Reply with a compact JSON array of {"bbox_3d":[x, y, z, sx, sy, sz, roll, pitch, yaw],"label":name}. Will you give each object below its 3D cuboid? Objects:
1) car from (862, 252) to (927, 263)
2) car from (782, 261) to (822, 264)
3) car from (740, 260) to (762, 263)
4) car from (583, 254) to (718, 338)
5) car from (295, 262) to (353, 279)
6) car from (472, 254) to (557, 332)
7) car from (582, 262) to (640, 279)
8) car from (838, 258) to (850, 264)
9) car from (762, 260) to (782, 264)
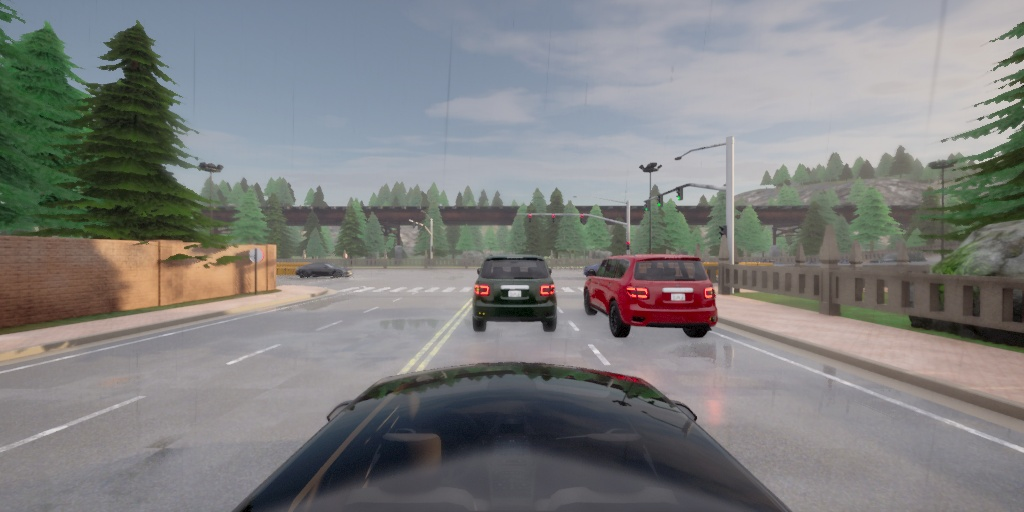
[{"bbox_3d":[45.143,0.668,42.006,5.566,2.045,2.150,-3,0,-1],"label":"car"},{"bbox_3d":[34.747,1.301,42.021,4.181,1.385,1.994,0,0,0],"label":"car"},{"bbox_3d":[25.834,1.241,42.051,4.902,1.511,2.128,0,0,0],"label":"car"},{"bbox_3d":[3.571,0.971,10.344,2.150,2.045,5.566,0,0,0],"label":"car"},{"bbox_3d":[-16.524,1.275,31.589,4.674,1.442,1.812,0,0,0],"label":"car"},{"bbox_3d":[0.071,0.971,11.021,2.150,2.045,5.566,0,0,0],"label":"car"},{"bbox_3d":[8.606,1.275,31.444,4.674,1.442,1.812,0,0,0],"label":"car"},{"bbox_3d":[41.763,1.080,45.505,4.902,1.511,2.128,-2,0,0],"label":"car"},{"bbox_3d":[31.383,1.296,45.541,5.357,1.411,2.033,0,0,0],"label":"car"}]
